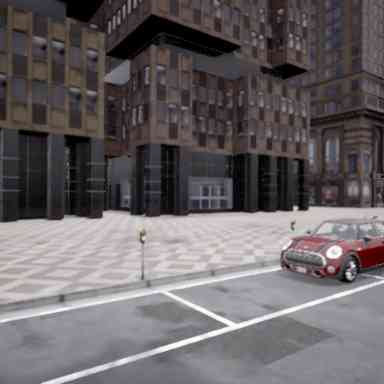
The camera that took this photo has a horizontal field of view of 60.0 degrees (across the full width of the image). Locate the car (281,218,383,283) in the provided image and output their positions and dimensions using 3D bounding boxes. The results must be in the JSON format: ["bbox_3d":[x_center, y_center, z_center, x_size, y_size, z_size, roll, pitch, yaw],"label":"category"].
[{"bbox_3d":[4.491,1.528,9.854,4.097,1.590,1.967,1,0,-36],"label":"car"}]
